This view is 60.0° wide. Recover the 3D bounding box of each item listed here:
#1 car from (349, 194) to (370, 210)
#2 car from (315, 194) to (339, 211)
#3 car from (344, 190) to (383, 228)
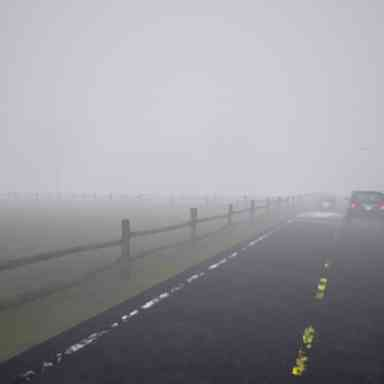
[{"bbox_3d":[17.704,1.013,35.331,1.812,1.442,4.674,2,2,25],"label":"car"},{"bbox_3d":[13.210,0.942,32.439,2.128,1.511,4.902,2,2,25],"label":"car"},{"bbox_3d":[10.616,0.927,20.303,2.150,2.045,5.566,2,2,25],"label":"car"}]
